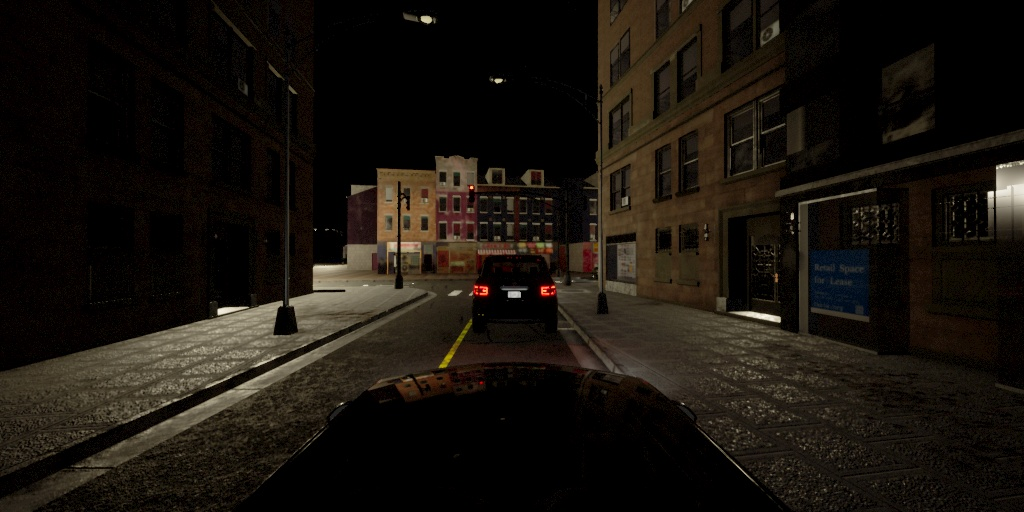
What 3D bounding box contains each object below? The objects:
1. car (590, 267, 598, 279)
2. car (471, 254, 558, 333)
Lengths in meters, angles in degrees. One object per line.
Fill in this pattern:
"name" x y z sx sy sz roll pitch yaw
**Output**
"car" 8.889 1.089 29.869 4.553 1.767 2.097 0 0 -10
"car" 0.097 0.972 10.864 2.150 2.045 5.566 0 0 1
